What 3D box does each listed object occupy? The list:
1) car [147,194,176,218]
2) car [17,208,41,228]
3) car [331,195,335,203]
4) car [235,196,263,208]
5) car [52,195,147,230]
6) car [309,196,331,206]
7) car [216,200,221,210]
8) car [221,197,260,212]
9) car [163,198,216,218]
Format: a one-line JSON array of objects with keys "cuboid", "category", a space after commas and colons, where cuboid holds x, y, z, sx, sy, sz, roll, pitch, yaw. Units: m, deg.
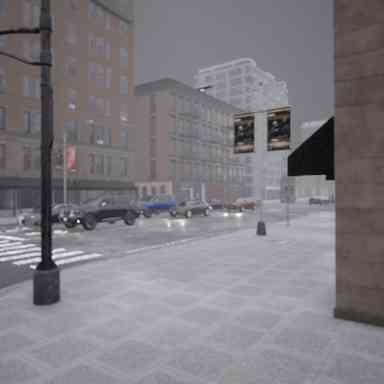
[{"cuboid": [-3.533, 1.231, 30.607, 2.150, 2.045, 5.566, 0, 0, 35], "category": "car"}, {"cuboid": [-9.221, 1.542, 22.565, 2.128, 1.511, 4.902, 0, 0, 35], "category": "car"}, {"cuboid": [26.558, 1.288, 61.553, 1.837, 1.490, 4.892, 0, 0, 35], "category": "car"}, {"cuboid": [8.152, 1.401, 47.041, 1.882, 1.535, 5.008, 0, 0, 36], "category": "car"}, {"cuboid": [-5.837, 1.244, 21.723, 2.150, 2.045, 5.566, 0, 0, 35], "category": "car"}, {"cuboid": [19.732, 1.310, 51.898, 1.882, 1.535, 5.008, 0, 0, 35], "category": "car"}, {"cuboid": [2.239, 1.568, 38.756, 1.895, 1.301, 4.718, 0, 0, 35], "category": "car"}, {"cuboid": [5.728, 1.416, 38.055, 1.882, 1.535, 5.008, 0, 0, 35], "category": "car"}, {"cuboid": [-0.109, 1.486, 29.821, 1.837, 1.490, 4.892, 0, 0, 35], "category": "car"}]
